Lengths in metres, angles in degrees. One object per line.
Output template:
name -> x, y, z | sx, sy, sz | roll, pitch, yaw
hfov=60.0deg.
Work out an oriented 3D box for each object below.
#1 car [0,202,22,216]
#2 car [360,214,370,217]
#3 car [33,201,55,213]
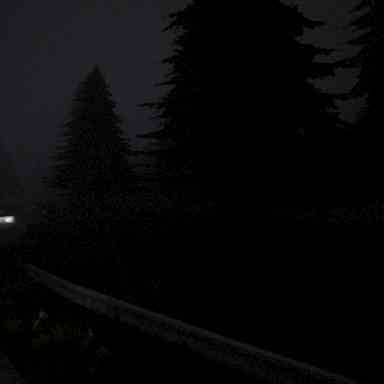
car -> -20.562, 1.863, 37.311 | 2.128, 1.511, 4.902 | -3, 1, -15
car -> 39.635, 5.526, 74.071 | 4.181, 1.385, 1.994 | -3, -4, -10
car -> -17.812, 1.765, 40.269 | 2.033, 1.411, 5.357 | -3, 1, -14
